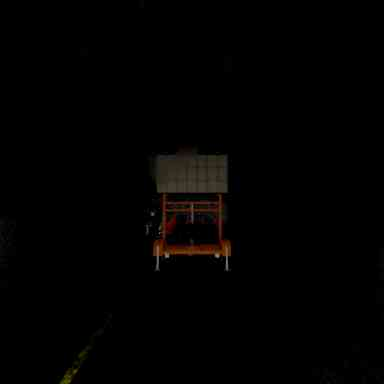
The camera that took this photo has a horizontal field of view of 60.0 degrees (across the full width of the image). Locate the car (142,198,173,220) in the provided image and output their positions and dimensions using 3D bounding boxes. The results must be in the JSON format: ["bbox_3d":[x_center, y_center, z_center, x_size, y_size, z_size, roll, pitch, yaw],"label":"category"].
[{"bbox_3d":[-3.077,1.503,28.489,2.128,1.511,4.902,0,0,0],"label":"car"}]

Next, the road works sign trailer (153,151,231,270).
[{"bbox_3d":[0.008,0.465,10.955,2.380,3.560,2.880,0,0,0],"label":"road works sign trailer"}]

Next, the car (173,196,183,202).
[{"bbox_3d":[-2.940,1.593,69.200,1.837,1.490,4.892,0,0,0],"label":"car"}]
